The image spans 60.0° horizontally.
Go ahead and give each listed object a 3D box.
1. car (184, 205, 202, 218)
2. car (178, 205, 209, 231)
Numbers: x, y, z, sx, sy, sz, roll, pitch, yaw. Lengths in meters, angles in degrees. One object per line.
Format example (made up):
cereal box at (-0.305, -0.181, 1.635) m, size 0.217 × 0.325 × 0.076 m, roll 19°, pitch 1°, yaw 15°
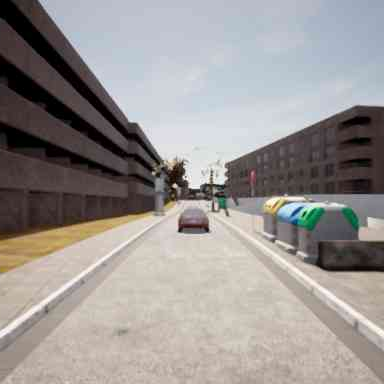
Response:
car at (0.102, 2.281, 39.783) m, size 2.033 × 1.411 × 5.357 m, roll 0°, pitch -2°, yaw 0°
car at (0.101, 1.765, 22.058) m, size 1.994 × 1.385 × 4.181 m, roll 0°, pitch -1°, yaw 0°
